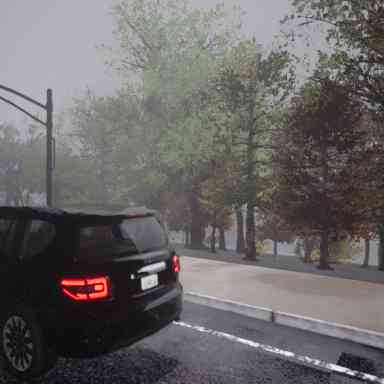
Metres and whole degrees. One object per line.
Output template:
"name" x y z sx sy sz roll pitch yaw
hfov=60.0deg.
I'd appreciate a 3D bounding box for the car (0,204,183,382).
"car" -2.756 1.221 5.680 5.566 2.045 2.150 0 0 34
